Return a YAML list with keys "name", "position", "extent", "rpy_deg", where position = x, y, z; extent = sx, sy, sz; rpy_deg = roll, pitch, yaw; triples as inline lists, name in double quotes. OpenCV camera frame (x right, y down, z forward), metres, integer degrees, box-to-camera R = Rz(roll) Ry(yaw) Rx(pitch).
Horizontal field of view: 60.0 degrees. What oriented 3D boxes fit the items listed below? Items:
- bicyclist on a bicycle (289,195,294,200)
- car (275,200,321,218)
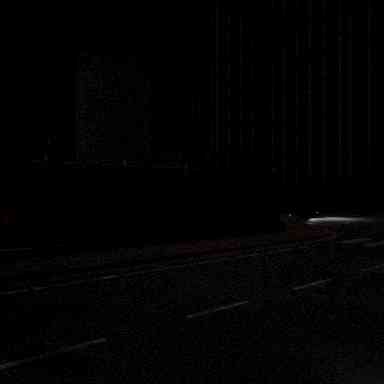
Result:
- name: "bicyclist on a bicycle"
  position: [13.417, 1.245, 44.950]
  extent: [1.656, 1.620, 0.582]
  rpy_deg: [0, 0, -36]
- name: "car"
  position: [9.282, 1.470, 30.132]
  extent: [1.812, 1.442, 4.674]
  rpy_deg: [0, 0, -36]
